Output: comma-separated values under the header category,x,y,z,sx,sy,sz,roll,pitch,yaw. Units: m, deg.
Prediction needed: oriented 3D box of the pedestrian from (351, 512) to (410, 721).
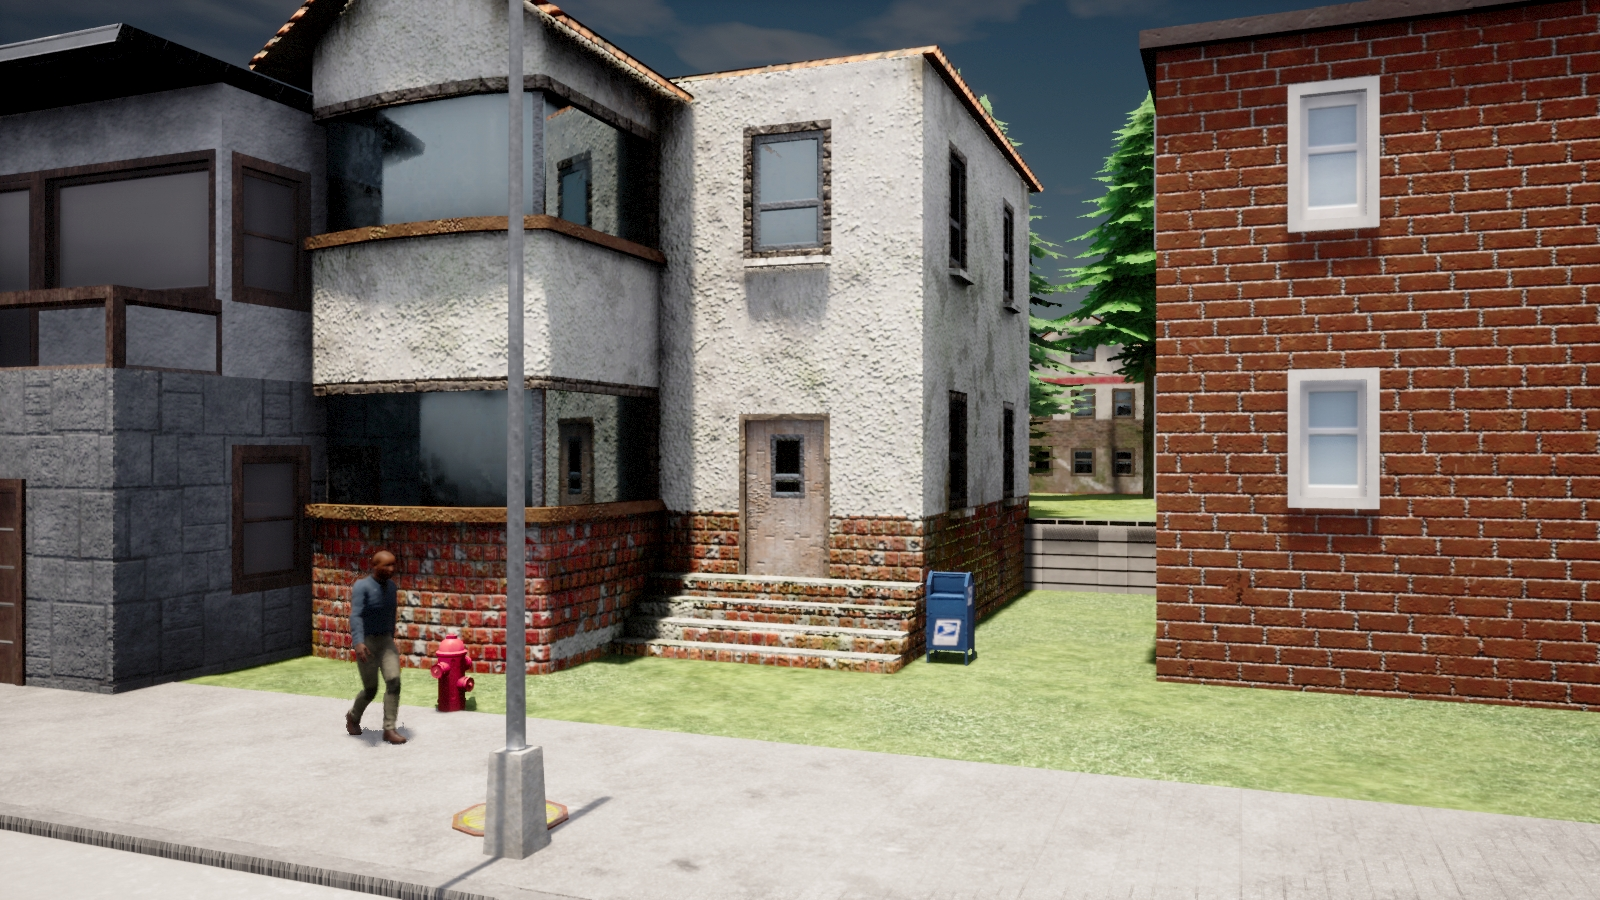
category,x,y,z,sx,sy,sz,roll,pitch,yaw
pedestrian,-3.891,1.524,10.601,0.375,1.860,0.375,0,0,37
